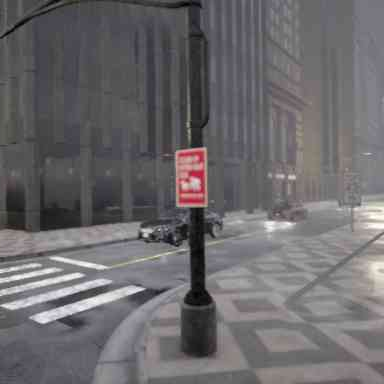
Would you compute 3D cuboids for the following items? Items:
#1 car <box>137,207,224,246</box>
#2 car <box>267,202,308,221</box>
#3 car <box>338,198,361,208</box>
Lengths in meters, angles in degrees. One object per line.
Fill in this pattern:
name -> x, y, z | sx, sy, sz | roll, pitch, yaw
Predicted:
car -> -0.392, 1.480, 15.440 | 2.128, 1.511, 4.902 | -1, 0, 37
car -> 7.380, 1.431, 25.643 | 1.994, 1.385, 4.181 | -1, 0, 37
car -> 19.942, 1.152, 42.005 | 1.837, 1.490, 4.892 | -1, 0, 38
